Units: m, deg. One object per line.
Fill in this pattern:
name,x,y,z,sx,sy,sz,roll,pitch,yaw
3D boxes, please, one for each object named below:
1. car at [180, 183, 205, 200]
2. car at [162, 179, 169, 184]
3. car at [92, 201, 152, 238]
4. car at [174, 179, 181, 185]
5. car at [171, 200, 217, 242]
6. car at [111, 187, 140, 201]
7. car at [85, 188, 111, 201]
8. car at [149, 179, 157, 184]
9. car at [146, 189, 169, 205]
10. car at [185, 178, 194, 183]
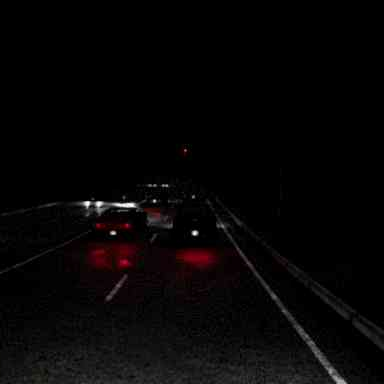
car,0.105,0.359,31.523,2.097,1.767,4.553,0,3,0
car,-7.656,-3.010,94.938,2.128,1.511,4.902,0,3,-2
car,-3.397,1.383,16.558,1.895,1.301,4.718,0,2,0
car,-3.875,-2.505,87.589,1.812,1.442,4.674,0,3,-2
car,0.105,1.325,15.453,1.837,1.490,4.892,0,1,0
car,-7.006,0.211,36.922,2.128,1.511,4.902,0,3,0
car,-10.496,0.219,37.810,2.033,1.411,5.357,0,3,0
car,-11.151,-2.931,94.750,1.895,1.301,4.718,0,3,-2
car,-3.394,0.451,32.649,1.837,1.490,4.892,0,3,0
car,-0.377,-2.511,87.690,1.812,1.442,4.674,0,3,-2
